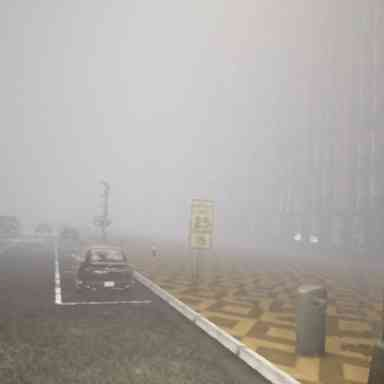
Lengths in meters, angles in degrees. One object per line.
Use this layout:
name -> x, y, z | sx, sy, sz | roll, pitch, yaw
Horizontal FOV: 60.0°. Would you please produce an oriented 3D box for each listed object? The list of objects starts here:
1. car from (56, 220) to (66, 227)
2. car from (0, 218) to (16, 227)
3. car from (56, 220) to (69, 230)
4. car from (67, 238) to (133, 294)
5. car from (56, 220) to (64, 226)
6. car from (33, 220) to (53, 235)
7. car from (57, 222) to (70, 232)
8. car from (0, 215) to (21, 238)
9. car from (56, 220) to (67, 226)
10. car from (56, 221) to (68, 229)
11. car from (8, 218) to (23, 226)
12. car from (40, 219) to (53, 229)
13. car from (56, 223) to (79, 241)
car -> -29.162, 7.073, 73.865 | 1.947, 1.339, 4.313 | 6, -6, -22
car -> -30.421, 5.101, 55.122 | 1.802, 1.307, 4.206 | 6, -6, -22
car -> -22.688, 5.816, 58.273 | 1.967, 1.590, 4.097 | 6, -6, -22
car -> -3.178, 2.535, 11.503 | 2.008, 1.369, 4.403 | 6, -6, -22
car -> -33.472, 7.806, 84.269 | 1.887, 1.381, 4.507 | 6, -6, -22
car -> -18.633, 4.505, 41.717 | 1.812, 1.442, 4.674 | 6, -6, -22
car -> -20.542, 5.579, 53.058 | 1.802, 1.307, 4.206 | 6, -6, -22
car -> -18.301, 3.322, 32.836 | 2.150, 2.045, 5.566 | 6, -6, -21
car -> -18.385, 5.186, 47.859 | 1.947, 1.339, 4.313 | 6, -6, -22
car -> -24.851, 6.318, 63.462 | 1.947, 1.339, 4.313 | 6, -6, -22
car -> -34.730, 5.840, 65.522 | 1.947, 1.339, 4.313 | 6, -6, -22
car -> -25.778, 5.711, 58.991 | 1.882, 1.535, 5.008 | 6, -6, -22
car -> -11.919, 4.052, 32.255 | 1.947, 1.339, 4.313 | 6, -6, -22
